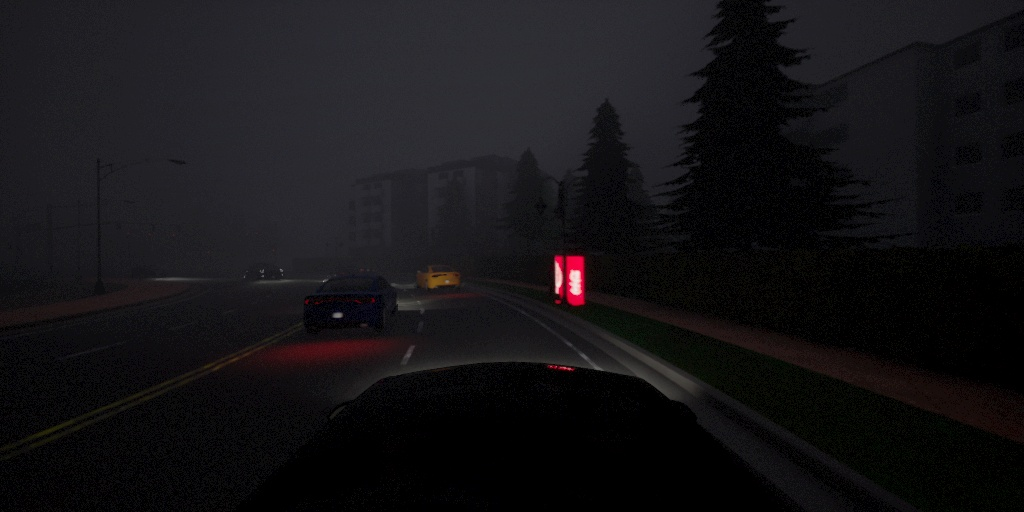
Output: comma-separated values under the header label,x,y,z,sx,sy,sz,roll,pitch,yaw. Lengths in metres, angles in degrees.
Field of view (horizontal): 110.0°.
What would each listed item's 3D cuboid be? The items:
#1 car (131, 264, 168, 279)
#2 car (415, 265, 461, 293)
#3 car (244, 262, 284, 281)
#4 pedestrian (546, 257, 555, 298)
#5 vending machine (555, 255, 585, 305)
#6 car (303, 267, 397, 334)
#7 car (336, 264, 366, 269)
label,x,y,z,sx,sy,sz,roll,pitch,yaw
car,-40.651,1.697,40.181,4.902,1.511,2.128,-1,0,27
car,-4.645,1.289,22.049,1.882,1.535,5.008,0,0,-25
car,-23.821,1.387,34.419,4.553,1.767,2.097,-1,0,36
pedestrian,1.826,0.900,15.503,0.375,1.860,0.375,-1,0,-16
vending machine,2.284,0.947,14.131,1.100,2.100,0.880,0,0,-14
car,-4.730,1.290,11.106,1.882,1.535,5.008,0,0,-12
car,-13.779,1.496,29.701,1.994,1.385,4.181,0,0,-38
